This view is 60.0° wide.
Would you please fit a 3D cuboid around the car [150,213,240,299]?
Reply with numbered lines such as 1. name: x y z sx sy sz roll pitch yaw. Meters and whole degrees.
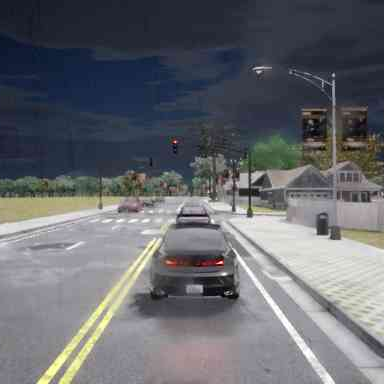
1. car: 0.071 1.508 8.450 1.837 1.490 4.892 0 0 1

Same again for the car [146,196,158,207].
1. car: -6.664 1.562 49.435 1.994 1.385 4.181 0 0 0

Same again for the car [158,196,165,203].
1. car: -6.604 1.561 68.451 1.994 1.385 4.181 0 0 0

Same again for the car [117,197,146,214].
1. car: -6.651 1.357 35.995 2.097 1.767 4.553 0 0 0

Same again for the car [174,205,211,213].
1. car: 0.048 1.498 18.720 2.128 1.511 4.902 0 0 -2
